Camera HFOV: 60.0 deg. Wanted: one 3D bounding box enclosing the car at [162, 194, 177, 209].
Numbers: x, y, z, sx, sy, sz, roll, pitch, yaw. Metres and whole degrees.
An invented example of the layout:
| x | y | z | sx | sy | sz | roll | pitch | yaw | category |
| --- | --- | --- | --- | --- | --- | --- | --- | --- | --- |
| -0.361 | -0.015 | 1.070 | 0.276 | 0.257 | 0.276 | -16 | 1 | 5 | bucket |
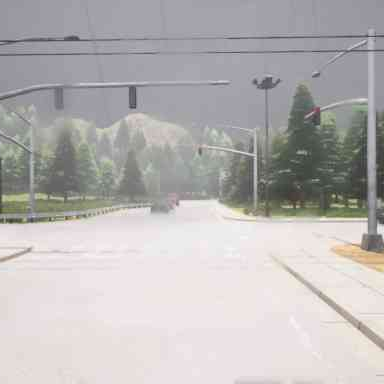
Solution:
| x | y | z | sx | sy | sz | roll | pitch | yaw | category |
| --- | --- | --- | --- | --- | --- | --- | --- | --- | --- |
| -3.525 | 1.487 | 44.768 | 2.097 | 1.767 | 4.553 | 0 | 0 | 0 | car |

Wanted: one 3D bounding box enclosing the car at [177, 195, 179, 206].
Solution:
| x | y | z | sx | sy | sz | roll | pitch | yaw | category |
| --- | --- | --- | --- | --- | --- | --- | --- | --- | --- |
| -3.403 | 1.389 | 57.747 | 2.150 | 2.045 | 5.566 | 0 | 0 | 1 | car |

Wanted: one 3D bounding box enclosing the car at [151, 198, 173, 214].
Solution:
| x | y | z | sx | sy | sz | roll | pitch | yaw | category |
| --- | --- | --- | --- | --- | --- | --- | --- | --- | --- |
| -3.549 | 1.718 | 37.646 | 1.895 | 1.301 | 4.718 | 0 | 0 | 0 | car |

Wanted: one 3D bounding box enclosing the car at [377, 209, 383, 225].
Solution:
| x | y | z | sx | sy | sz | roll | pitch | yaw | category |
| --- | --- | --- | --- | --- | --- | --- | --- | --- | --- |
| 14.611 | 1.362 | 22.105 | 4.553 | 1.767 | 2.097 | 0 | 0 | 1 | car |
